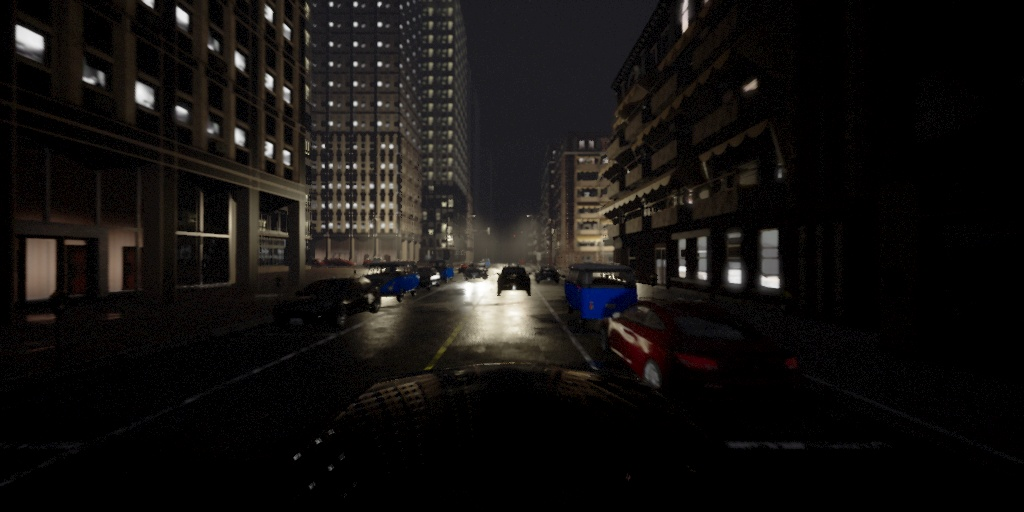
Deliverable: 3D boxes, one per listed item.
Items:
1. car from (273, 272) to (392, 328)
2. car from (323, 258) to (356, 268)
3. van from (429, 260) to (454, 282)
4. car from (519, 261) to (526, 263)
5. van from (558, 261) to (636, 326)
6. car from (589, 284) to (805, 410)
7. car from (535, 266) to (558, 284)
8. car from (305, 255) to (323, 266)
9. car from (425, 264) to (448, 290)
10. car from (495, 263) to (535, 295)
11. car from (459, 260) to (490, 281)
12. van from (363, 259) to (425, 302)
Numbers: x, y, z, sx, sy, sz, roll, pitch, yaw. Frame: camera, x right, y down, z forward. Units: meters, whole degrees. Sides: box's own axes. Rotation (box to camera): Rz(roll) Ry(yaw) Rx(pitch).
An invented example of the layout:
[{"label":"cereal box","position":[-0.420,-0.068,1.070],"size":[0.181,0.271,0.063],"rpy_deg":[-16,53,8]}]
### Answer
[{"label":"car","position":[-5.685,1.363,11.636],"size":[1.948,1.339,4.313],"rpy_deg":[0,0,0]},{"label":"car","position":[-26.699,1.127,56.292],"size":[4.207,1.307,1.802],"rpy_deg":[0,0,0]},{"label":"van","position":[-5.678,1.221,28.581],"size":[1.690,1.789,3.998],"rpy_deg":[0,0,0]},{"label":"car","position":[0.114,1.489,37.321],"size":[1.994,1.385,4.181],"rpy_deg":[0,0,0]},{"label":"van","position":[2.696,1.138,11.632],"size":[1.690,1.789,3.998],"rpy_deg":[0,0,0]},{"label":"car","position":[2.693,1.352,5.984],"size":[1.802,1.307,4.207],"rpy_deg":[0,0,0]},{"label":"car","position":[2.702,1.431,28.577],"size":[2.007,1.370,4.403],"rpy_deg":[0,0,0]},{"label":"car","position":[-32.273,0.752,56.282],"size":[5.009,1.841,2.192],"rpy_deg":[0,0,0]},{"label":"car","position":[-5.681,1.403,22.933],"size":[2.007,1.370,4.403],"rpy_deg":[0,0,0]},{"label":"car","position":[0.107,1.346,20.550],"size":[1.837,1.490,4.892],"rpy_deg":[0,0,0]},{"label":"car","position":[-3.070,1.388,31.909],"size":[2.128,1.511,4.902],"rpy_deg":[0,0,0]},{"label":"van","position":[-5.683,1.165,17.284],"size":[1.690,1.789,3.998],"rpy_deg":[0,0,0]}]
